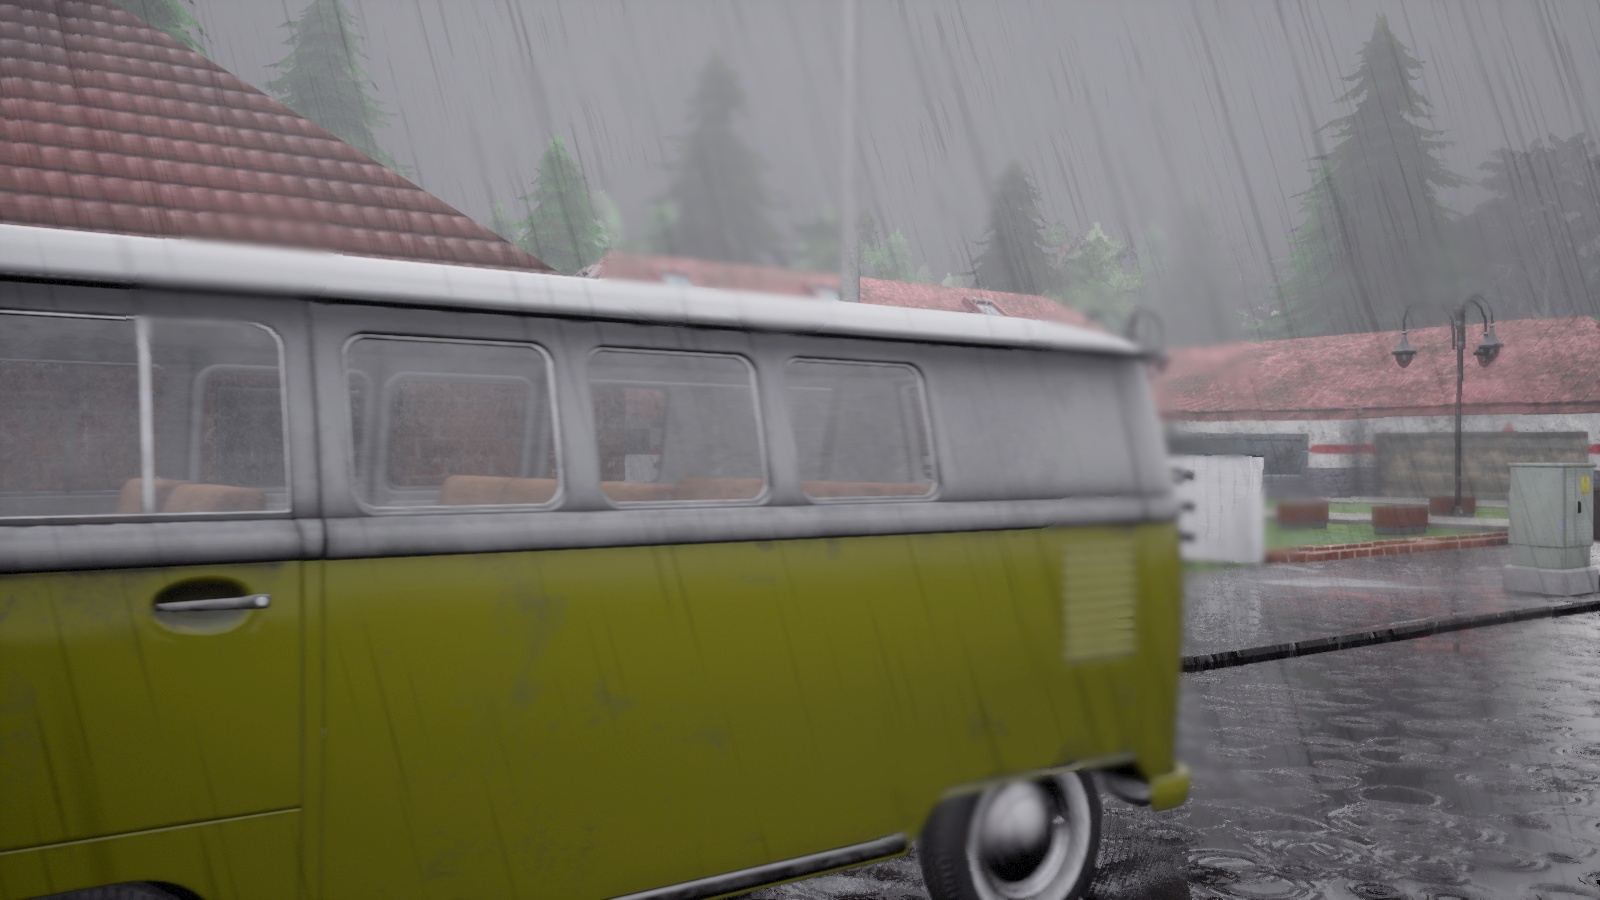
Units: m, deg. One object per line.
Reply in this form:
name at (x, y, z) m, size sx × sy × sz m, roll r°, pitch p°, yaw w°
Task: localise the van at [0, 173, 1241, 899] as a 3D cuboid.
van at (-0.850, 0.509, 3.679) m, size 4.442 × 1.987 × 1.775 m, roll 0°, pitch 0°, yaw -35°
